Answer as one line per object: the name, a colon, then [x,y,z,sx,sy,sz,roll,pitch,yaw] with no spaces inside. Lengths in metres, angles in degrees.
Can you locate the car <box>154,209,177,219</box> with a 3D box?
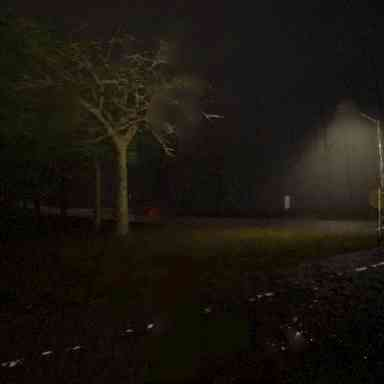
car: [-4.494,4.090,60.456,1.994,1.385,4.181,-2,-1,-33]

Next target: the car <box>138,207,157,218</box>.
car: [-8.794,4.083,66.666,2.150,2.045,5.566,-2,-1,-34]
